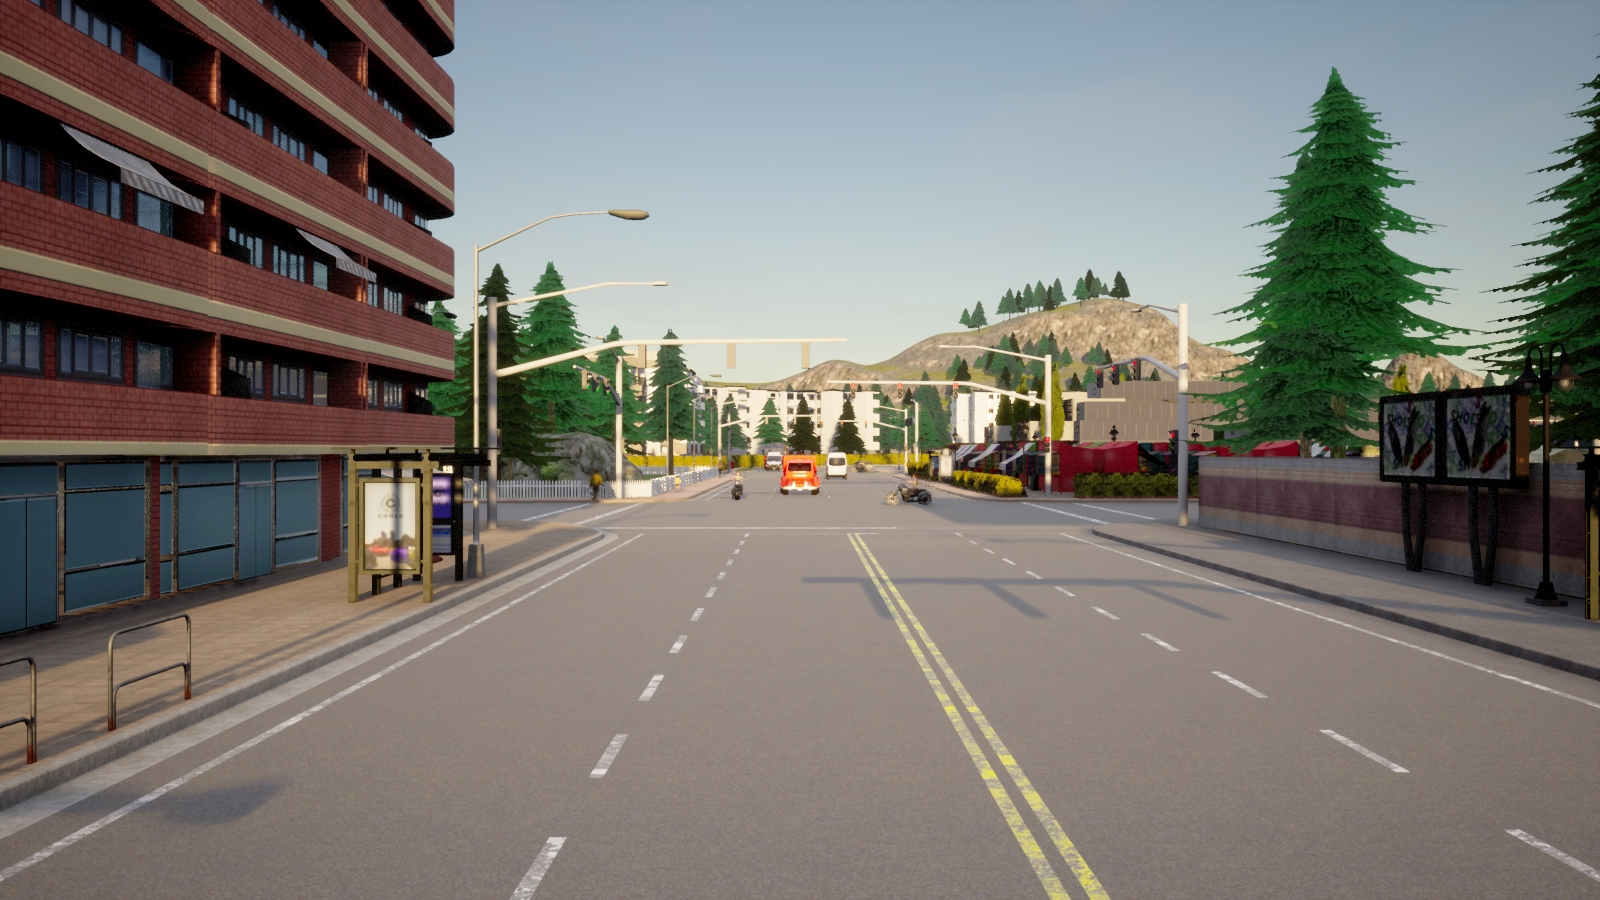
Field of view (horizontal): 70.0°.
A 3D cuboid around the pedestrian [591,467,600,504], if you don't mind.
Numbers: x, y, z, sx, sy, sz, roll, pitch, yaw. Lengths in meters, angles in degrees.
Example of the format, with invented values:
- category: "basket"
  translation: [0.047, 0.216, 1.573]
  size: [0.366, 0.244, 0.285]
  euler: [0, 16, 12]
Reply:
- category: "pedestrian"
  translation: [-10.367, 1.795, 57.921]
  size: [0.375, 1.860, 0.375]
  euler: [0, 0, 10]

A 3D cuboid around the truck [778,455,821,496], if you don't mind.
- category: "truck"
  translation: [-0.006, 1.572, 72.542]
  size: [2.627, 2.467, 5.204]
  euler: [0, 0, 0]

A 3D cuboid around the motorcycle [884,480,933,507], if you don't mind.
- category: "motorcycle"
  translation: [5.369, 2.139, 56.597]
  size: [2.356, 1.307, 0.764]
  euler: [0, 0, 0]

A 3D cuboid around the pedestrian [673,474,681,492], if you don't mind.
- category: "pedestrian"
  translation: [-7.747, 2.079, 72.017]
  size: [0.500, 1.100, 0.500]
  euler: [0, 0, 0]
